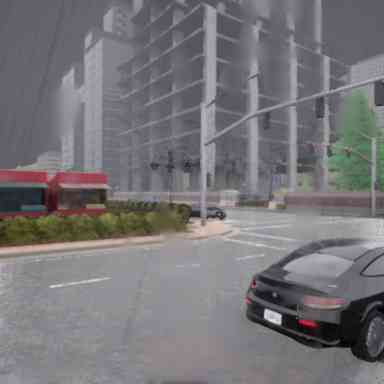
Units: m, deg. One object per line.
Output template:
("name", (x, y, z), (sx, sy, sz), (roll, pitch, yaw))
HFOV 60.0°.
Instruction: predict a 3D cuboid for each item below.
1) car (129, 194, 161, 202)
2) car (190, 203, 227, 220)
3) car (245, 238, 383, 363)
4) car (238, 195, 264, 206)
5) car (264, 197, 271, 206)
("car", (-5.261, 1.285, 37.099), (2.150, 2.045, 5.566), (0, 0, -36))
("car", (1.039, 1.628, 28.414), (1.994, 1.385, 4.181), (0, 0, -36))
("car", (2.983, 1.566, 5.899), (4.674, 1.442, 1.812), (1, 0, -35))
("car", (9.695, 1.396, 56.806), (1.905, 1.878, 3.866), (0, 0, -36))
("car", (12.085, 1.417, 58.521), (1.905, 1.878, 3.866), (0, 0, -36))
